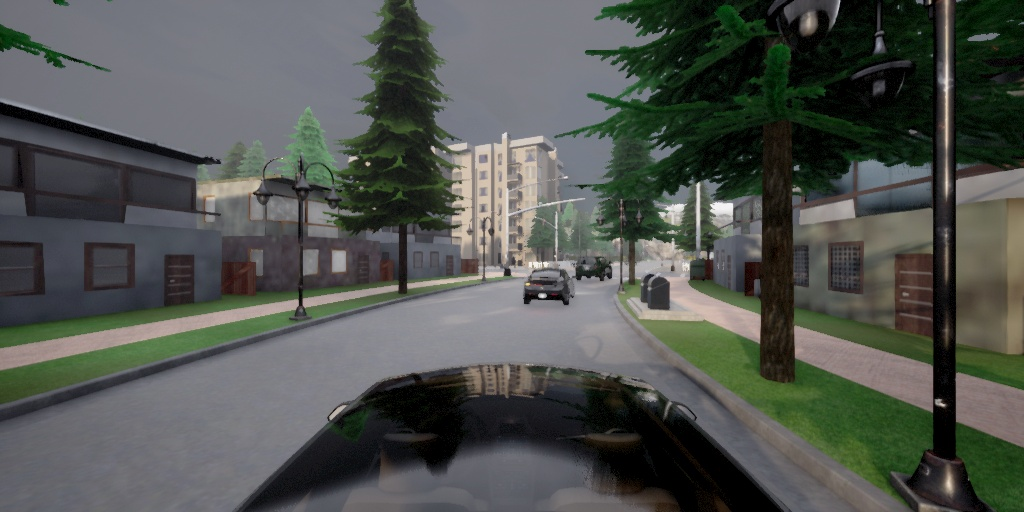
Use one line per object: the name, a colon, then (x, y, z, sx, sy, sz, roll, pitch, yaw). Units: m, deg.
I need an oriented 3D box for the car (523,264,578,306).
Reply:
car: (1.733, 1.265, 15.944, 1.837, 1.490, 4.892, 0, 0, 14)

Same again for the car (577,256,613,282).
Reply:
car: (6.841, 1.007, 29.661, 2.150, 2.045, 5.566, 0, 0, 25)
